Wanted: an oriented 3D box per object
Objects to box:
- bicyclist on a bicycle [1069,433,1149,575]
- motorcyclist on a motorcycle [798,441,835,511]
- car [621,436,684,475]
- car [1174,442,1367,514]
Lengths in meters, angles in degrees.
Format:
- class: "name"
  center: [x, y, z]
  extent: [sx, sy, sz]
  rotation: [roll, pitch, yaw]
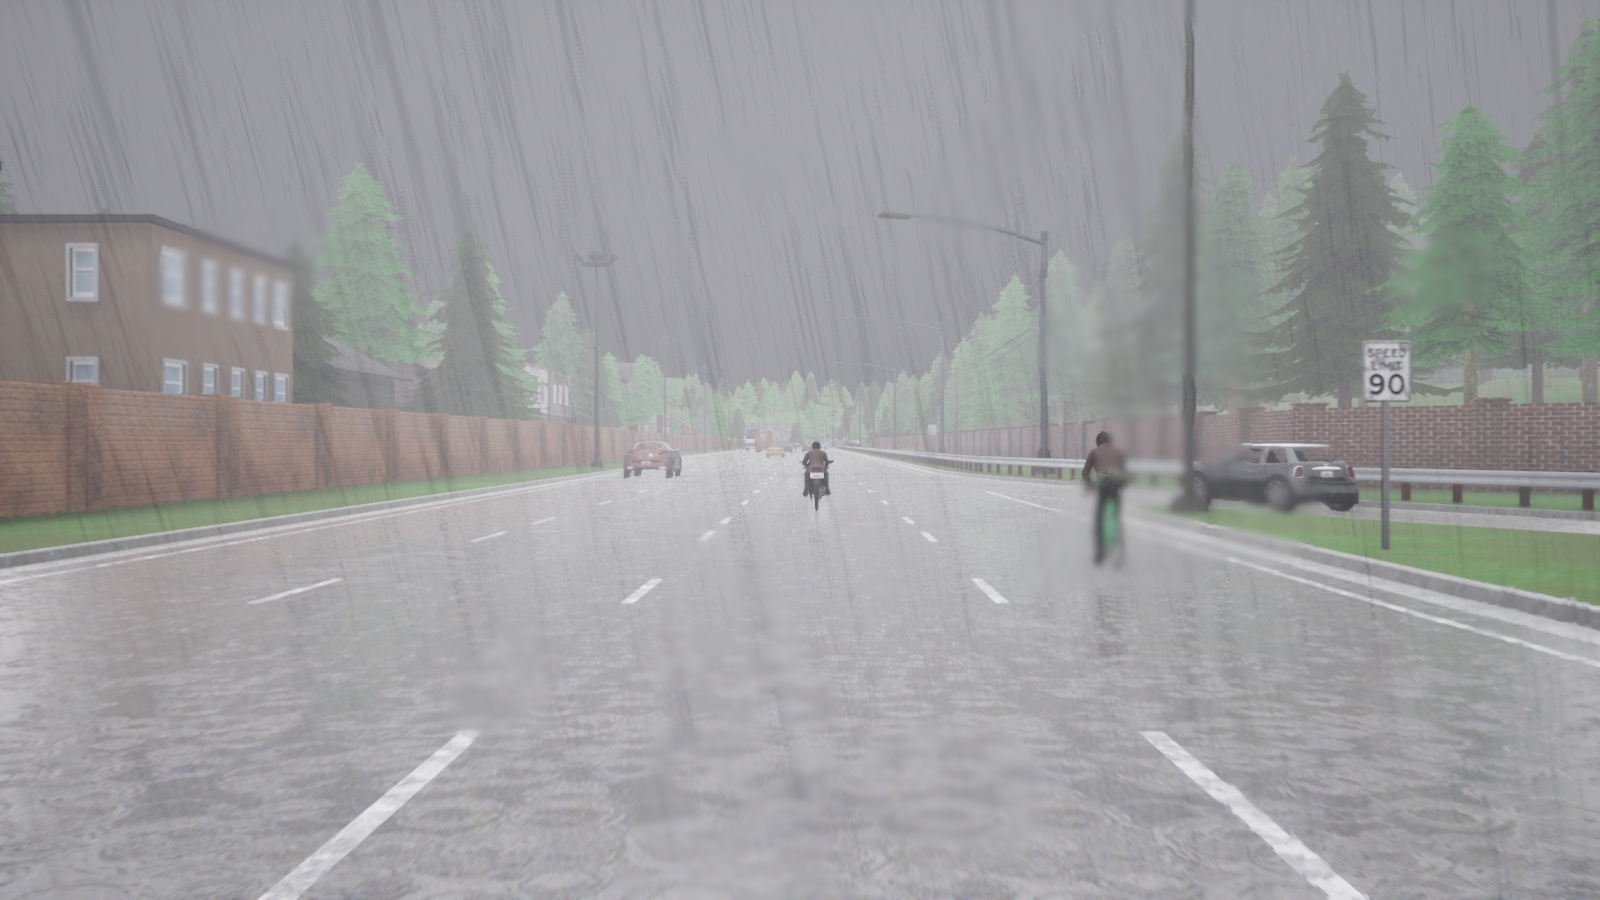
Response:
- class: "bicyclist on a bicycle"
  center: [3.713, 0.617, 15.207]
  extent: [0.582, 1.620, 1.656]
  rotation: [0, 0, 1]
- class: "motorcyclist on a motorcycle"
  center: [0.367, 0.569, 28.364]
  extent: [0.797, 1.523, 2.044]
  rotation: [0, 0, 0]
- class: "car"
  center: [-6.476, 0.206, 55.711]
  extent: [2.152, 1.651, 5.027]
  rotation: [0, 0, 0]
- class: "car"
  center: [10.355, 0.563, 27.942]
  extent: [1.970, 1.475, 3.806]
  rotation: [0, 0, -22]
